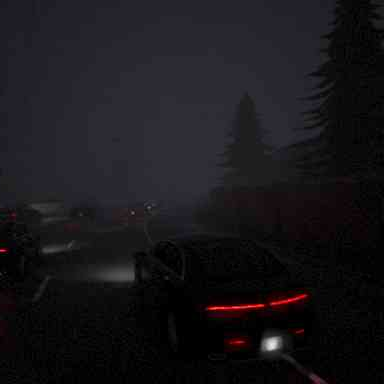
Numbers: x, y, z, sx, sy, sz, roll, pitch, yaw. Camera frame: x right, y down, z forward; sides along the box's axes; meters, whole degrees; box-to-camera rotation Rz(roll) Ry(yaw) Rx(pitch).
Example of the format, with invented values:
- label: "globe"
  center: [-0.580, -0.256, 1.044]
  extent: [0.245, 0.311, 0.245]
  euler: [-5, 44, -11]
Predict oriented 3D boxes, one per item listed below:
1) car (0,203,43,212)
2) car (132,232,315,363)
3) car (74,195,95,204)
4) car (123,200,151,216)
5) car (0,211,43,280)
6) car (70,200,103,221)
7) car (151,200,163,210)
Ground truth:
- label: "car"
  center: [-11.830, 1.636, 22.752]
  extent: [2.128, 1.511, 4.902]
  euler: [-1, 0, -8]
- label: "car"
  center: [0.130, 1.498, 6.105]
  extent: [1.837, 1.490, 4.892]
  euler: [-1, 0, -19]
- label: "car"
  center: [-22.126, 1.586, 68.812]
  extent: [2.097, 1.767, 4.553]
  euler: [-1, 0, 11]
- label: "car"
  center: [-5.562, 1.661, 33.236]
  extent: [1.895, 1.301, 4.718]
  euler: [-1, 0, -1]
- label: "car"
  center: [-5.723, 1.573, 9.853]
  extent: [1.837, 1.490, 4.892]
  euler: [-1, 0, -16]
- label: "car"
  center: [-8.857, 1.582, 28.262]
  extent: [1.882, 1.535, 5.008]
  euler: [-1, 0, -5]
- label: "car"
  center: [-5.088, 1.652, 43.954]
  extent: [1.895, 1.301, 4.718]
  euler: [-1, 0, 7]
